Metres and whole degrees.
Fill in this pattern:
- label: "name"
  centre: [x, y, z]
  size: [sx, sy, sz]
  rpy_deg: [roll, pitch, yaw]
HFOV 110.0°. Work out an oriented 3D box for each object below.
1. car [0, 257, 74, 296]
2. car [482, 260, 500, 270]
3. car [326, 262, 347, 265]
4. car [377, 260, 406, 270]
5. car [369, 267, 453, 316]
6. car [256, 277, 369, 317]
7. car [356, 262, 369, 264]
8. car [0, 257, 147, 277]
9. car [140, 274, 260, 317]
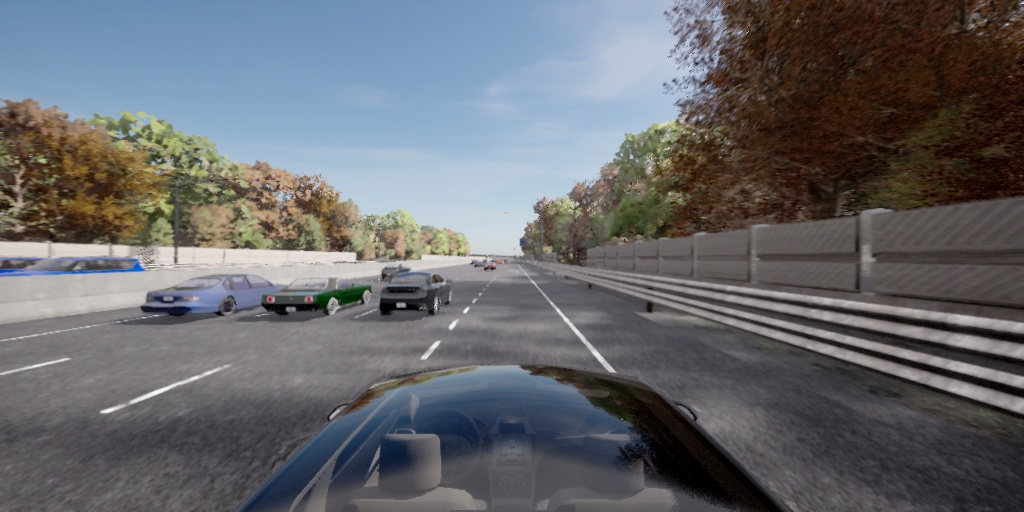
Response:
- label: "car"
  centre: [-28.035, 1.073, 19.231]
  size: [2.150, 2.045, 5.566]
  rpy_deg: [0, -1, 1]
- label: "car"
  centre: [-3.482, 1.709, 59.159]
  size: [1.895, 1.301, 4.718]
  rpy_deg: [0, 0, 0]
- label: "car"
  centre: [-27.992, 1.663, 58.799]
  size: [1.994, 1.385, 4.181]
  rpy_deg: [0, 0, 0]
- label: "car"
  centre: [-10.493, 1.433, 33.058]
  size: [2.128, 1.511, 4.902]
  rpy_deg: [0, 0, 0]
- label: "car"
  centre: [-3.500, 1.330, 13.742]
  size: [1.837, 1.490, 4.892]
  rpy_deg: [0, 0, 0]
- label: "car"
  centre: [-6.994, 1.422, 13.581]
  size: [1.895, 1.301, 4.718]
  rpy_deg: [0, 0, 0]
- label: "car"
  centre: [-24.490, 1.648, 58.833]
  size: [2.033, 1.411, 5.357]
  rpy_deg: [0, 0, 0]
- label: "car"
  centre: [-21.061, 1.063, 17.297]
  size: [2.150, 2.045, 5.566]
  rpy_deg: [0, -1, 1]
- label: "car"
  centre: [-10.495, 1.367, 13.458]
  size: [2.033, 1.411, 5.357]
  rpy_deg: [0, 0, 0]
